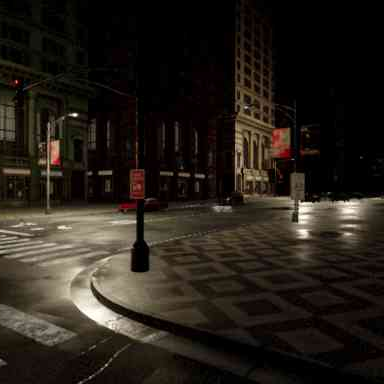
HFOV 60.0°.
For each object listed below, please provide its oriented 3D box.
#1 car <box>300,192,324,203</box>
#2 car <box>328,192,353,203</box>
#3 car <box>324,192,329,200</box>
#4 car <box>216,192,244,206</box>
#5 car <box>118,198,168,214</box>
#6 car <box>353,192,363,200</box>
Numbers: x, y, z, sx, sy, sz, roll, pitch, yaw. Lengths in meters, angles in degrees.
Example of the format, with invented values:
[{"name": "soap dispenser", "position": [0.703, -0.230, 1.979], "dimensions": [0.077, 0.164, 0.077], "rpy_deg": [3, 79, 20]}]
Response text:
[{"name": "car", "position": [17.279, 0.907, 48.569], "dimensions": [1.994, 1.385, 4.181], "rpy_deg": [0, 1, 35]}, {"name": "car", "position": [22.477, 0.830, 50.280], "dimensions": [1.812, 1.442, 4.674], "rpy_deg": [0, 1, 36]}, {"name": "car", "position": [23.022, 0.709, 56.650], "dimensions": [2.128, 1.511, 4.902], "rpy_deg": [0, 1, 35]}, {"name": "car", "position": [4.926, 0.811, 42.728], "dimensions": [2.097, 1.767, 4.553], "rpy_deg": [0, 1, 36]}, {"name": "car", "position": [-4.316, 1.260, 29.755], "dimensions": [1.895, 1.301, 4.718], "rpy_deg": [0, 1, 35]}, {"name": "car", "position": [29.634, 0.672, 60.355], "dimensions": [1.812, 1.442, 4.674], "rpy_deg": [0, 1, 35]}]
